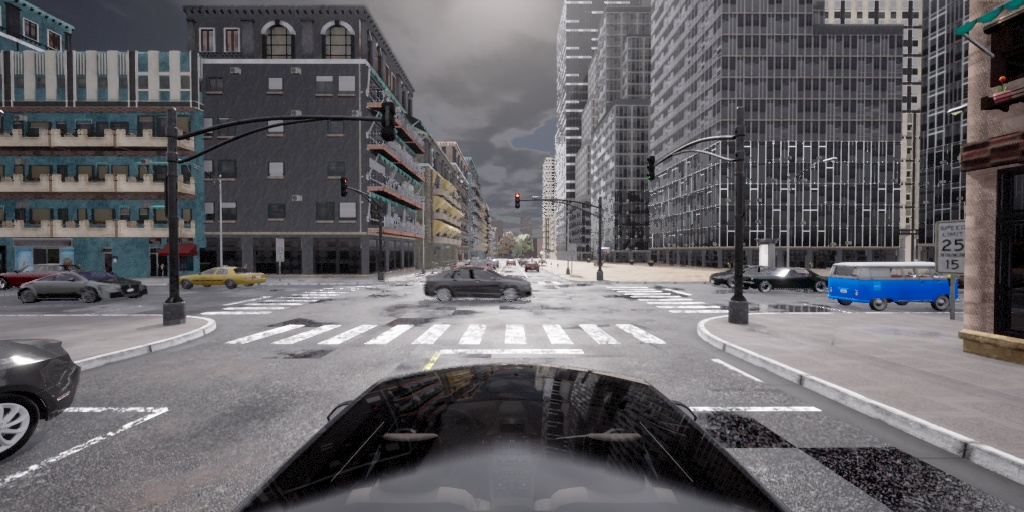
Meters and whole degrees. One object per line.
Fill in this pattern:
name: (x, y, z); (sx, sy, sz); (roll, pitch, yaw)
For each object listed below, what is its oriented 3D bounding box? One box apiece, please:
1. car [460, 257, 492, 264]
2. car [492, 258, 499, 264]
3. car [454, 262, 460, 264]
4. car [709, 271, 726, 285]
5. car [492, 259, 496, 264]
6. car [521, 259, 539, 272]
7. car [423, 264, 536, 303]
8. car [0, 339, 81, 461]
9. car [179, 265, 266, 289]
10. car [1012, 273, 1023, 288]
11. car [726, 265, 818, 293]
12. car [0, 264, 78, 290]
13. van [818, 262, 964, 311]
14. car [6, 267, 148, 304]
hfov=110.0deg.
car: (-3.163, 1.097, 32.497); (2.097, 1.767, 4.553); (0, 0, -1)
car: (-3.237, 1.346, 51.590); (1.895, 1.301, 4.718); (0, 0, 0)
car: (-5.801, 1.289, 40.215); (1.888, 1.381, 4.507); (0, 0, 0)
car: (14.619, 1.215, 22.244); (4.313, 1.339, 1.948); (0, 0, 0)
car: (-3.211, 1.345, 41.527); (1.895, 1.301, 4.718); (0, 0, 0)
car: (2.530, 1.289, 45.945); (1.888, 1.381, 4.507); (0, 0, 0)
car: (-1.535, 1.275, 16.367); (4.892, 1.490, 1.837); (0, 1, 0)
car: (-5.690, 1.300, 2.149); (2.007, 1.370, 4.403); (0, 0, 0)
car: (-17.939, 1.247, 22.096); (4.829, 1.417, 1.751); (0, 0, 0)
car: (24.593, 1.217, 19.687); (5.357, 1.411, 2.033); (0, 1, 0)
car: (14.805, 1.289, 19.646); (4.718, 1.301, 1.895); (0, 1, 0)
car: (-28.837, 1.190, 22.046); (4.097, 1.591, 1.967); (0, 0, 0)
van: (14.656, 1.117, 13.864); (3.998, 1.789, 1.690); (0, 0, 0)
car: (-19.345, 1.377, 16.288); (4.181, 1.385, 1.994); (0, 1, 0)
